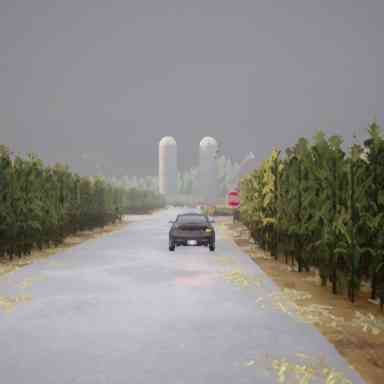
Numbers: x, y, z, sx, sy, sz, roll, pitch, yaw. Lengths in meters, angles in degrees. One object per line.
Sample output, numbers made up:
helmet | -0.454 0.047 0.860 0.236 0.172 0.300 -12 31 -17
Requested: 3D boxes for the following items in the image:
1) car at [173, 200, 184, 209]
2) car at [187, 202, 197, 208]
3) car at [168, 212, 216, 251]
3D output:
car | -3.100 2.831 77.778 2.150 2.045 5.566 0 -1 0
car | 0.000 2.938 76.105 1.882 1.535 5.008 0 -1 0
car | 0.000 1.669 14.668 1.837 1.490 4.892 0 -2 0
